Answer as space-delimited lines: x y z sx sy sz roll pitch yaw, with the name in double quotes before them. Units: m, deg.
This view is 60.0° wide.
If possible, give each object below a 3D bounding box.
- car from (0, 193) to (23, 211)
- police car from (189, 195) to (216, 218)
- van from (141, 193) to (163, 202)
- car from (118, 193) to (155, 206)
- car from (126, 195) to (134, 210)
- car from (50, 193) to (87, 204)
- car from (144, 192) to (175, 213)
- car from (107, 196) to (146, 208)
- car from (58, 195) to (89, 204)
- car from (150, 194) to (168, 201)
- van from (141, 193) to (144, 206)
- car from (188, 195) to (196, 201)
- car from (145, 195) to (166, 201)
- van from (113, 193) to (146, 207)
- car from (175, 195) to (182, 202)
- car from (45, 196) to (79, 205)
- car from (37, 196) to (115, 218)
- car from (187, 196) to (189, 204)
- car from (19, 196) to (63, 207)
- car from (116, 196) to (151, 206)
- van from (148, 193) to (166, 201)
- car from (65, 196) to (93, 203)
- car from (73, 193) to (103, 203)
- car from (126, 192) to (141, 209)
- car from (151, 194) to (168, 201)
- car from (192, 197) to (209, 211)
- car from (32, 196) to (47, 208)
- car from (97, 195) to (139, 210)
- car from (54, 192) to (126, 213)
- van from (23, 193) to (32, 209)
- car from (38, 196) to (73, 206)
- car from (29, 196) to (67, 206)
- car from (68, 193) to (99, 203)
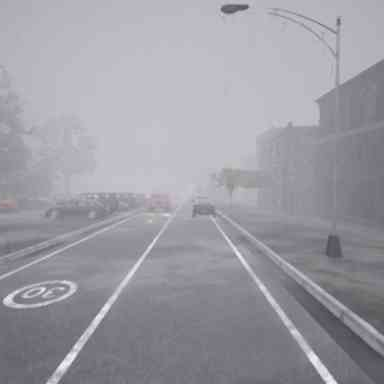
"car" -21.914 1.188 36.952 4.553 1.767 2.185 0 0 0
"police car" 0.959 1.258 28.466 1.930 1.638 5.238 0 0 0
"van" -8.811 1.253 73.440 4.442 1.987 1.878 0 0 0
"car" -8.918 1.120 53.820 5.566 2.045 2.435 0 0 0
"car" -8.870 1.309 34.195 4.892 1.521 2.231 0 0 0
"car" -21.952 1.142 59.229 5.566 2.045 2.435 0 0 0
"car" -3.364 1.064 35.560 2.150 2.045 5.566 0 0 0
"car" -8.869 1.342 45.409 4.892 1.521 2.231 0 0 0
"car" -21.980 1.407 62.015 5.008 1.535 2.097 0 0 0
"car" -8.928 1.468 90.258 4.553 1.767 2.185 0 0 0
"van" -8.755 1.105 42.606 4.442 1.987 1.878 0 0 0
"car" -0.042 1.459 79.224 1.994 1.385 4.181 0 0 0
"car" -8.938 1.536 81.848 5.008 1.535 2.097 0 0 0
"van" -8.996 1.125 48.213 4.442 1.987 1.878 0 0 0
"car" -3.292 1.438 76.072 2.033 1.411 5.357 0 0 0
"car" -22.003 1.411 56.445 4.792 1.488 2.163 0 0 0
"car" -8.856 1.315 25.790 4.892 1.521 2.231 0 0 0
"car" -0.034 1.484 61.326 2.033 1.411 5.357 0 0 0
"car" -21.773 1.348 48.089 5.366 1.575 1.946 0 0 0
"car" -8.879 1.361 51.016 5.008 1.535 2.097 0 0 0
"van" -8.832 1.330 84.653 4.442 1.987 1.878 0 0 0
"car" -21.988 1.461 64.675 4.674 1.452 2.002 0 0 0
"car" -21.972 1.206 70.247 5.566 2.045 2.435 0 0 0
"car" -8.894 1.063 37.001 5.566 2.045 2.435 0 0 0
"car" -8.934 1.487 93.062 4.553 1.767 2.185 0 0 0
"car" 0.954 1.357 38.375 1.837 1.490 4.892 0 0 0
"car" -21.952 1.381 45.304 4.674 1.452 2.002 0 0 0
"car" -8.836 1.195 39.802 4.553 1.767 2.185 0 0 0
"car" -8.891 1.057 28.591 5.566 2.045 2.435 0 0 0
"van" -22.063 1.094 39.732 4.442 1.987 1.878 0 0 0
"car" -21.940 1.401 53.660 4.792 1.488 2.163 0 0 0
"car" -21.958 1.361 50.875 5.008 1.535 2.097 0 0 0
"car" -21.967 1.188 67.585 5.566 2.045 2.435 0 0 0
